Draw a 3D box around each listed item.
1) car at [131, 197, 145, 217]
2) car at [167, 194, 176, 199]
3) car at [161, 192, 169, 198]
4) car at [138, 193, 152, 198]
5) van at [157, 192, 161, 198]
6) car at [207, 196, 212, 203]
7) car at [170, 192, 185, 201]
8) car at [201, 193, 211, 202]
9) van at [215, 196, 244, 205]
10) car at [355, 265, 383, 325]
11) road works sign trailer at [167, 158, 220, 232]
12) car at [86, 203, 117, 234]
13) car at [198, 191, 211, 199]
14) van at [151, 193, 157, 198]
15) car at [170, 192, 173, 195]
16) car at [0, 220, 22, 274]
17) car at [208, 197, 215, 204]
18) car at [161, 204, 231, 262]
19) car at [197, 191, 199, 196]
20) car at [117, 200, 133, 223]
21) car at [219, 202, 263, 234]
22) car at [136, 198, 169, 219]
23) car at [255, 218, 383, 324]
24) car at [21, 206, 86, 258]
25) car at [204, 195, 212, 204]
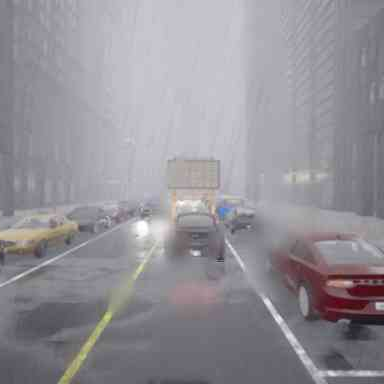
[{"bbox_3d":[-5.716,1.399,29.584,1.947,1.339,4.313,0,0,0],"label":"car"},{"bbox_3d":[-5.613,1.114,91.585,1.947,1.339,4.313,0,0,0],"label":"car"},{"bbox_3d":[-5.670,1.009,57.764,2.192,1.841,5.009,0,0,0],"label":"car"},{"bbox_3d":[-5.707,1.244,35.220,1.967,1.590,4.097,0,0,0],"label":"car"},{"bbox_3d":[-5.689,1.089,46.492,1.690,1.788,3.998,0,0,0],"label":"van"},{"bbox_3d":[2.818,1.386,35.222,1.802,1.307,4.206,0,0,0],"label":"car"},{"bbox_3d":[-2.889,1.247,68.162,1.895,1.301,4.718,0,0,0],"label":"car"},{"bbox_3d":[2.846,1.265,52.130,1.887,1.381,4.507,0,0,0],"label":"car"},{"bbox_3d":[2.799,1.204,23.948,1.690,1.788,3.998,0,0,0],"label":"van"},{"bbox_3d":[2.762,1.535,1.405,1.887,1.381,4.507,0,0,0],"label":"car"},{"bbox_3d":[0.083,0.223,15.582,2.380,3.560,2.880,0,7,1],"label":"road works sign trailer"},{"bbox_3d":[-5.735,1.459,18.310,1.947,1.339,4.313,0,0,0],"label":"car"},{"bbox_3d":[2.864,0.983,63.401,2.192,1.841,5.009,0,0,0],"label":"car"},{"bbox_3d":[-5.698,1.117,40.856,1.690,1.788,3.998,0,0,0],"label":"van"},{"bbox_3d":[-5.632,1.139,80.312,1.887,1.381,4.507,0,0,0],"label":"car"},{"bbox_3d":[-5.753,1.523,7.038,1.947,1.339,4.313,0,0,0],"label":"car"},{"bbox_3d":[2.809,1.384,29.586,2.008,1.369,4.403,0,0,0],"label":"car"},{"bbox_3d":[0.135,1.448,11.894,1.837,1.490,4.892,0,1,1],"label":"car"},{"bbox_3d":[2.903,1.096,86.117,1.752,1.417,4.829,0,0,0],"label":"car"},{"bbox_3d":[-5.725,1.445,23.948,1.802,1.307,4.206,0,0,0],"label":"car"},{"bbox_3d":[2.790,1.444,18.313,2.008,1.369,4.403,0,0,0],"label":"car"},{"bbox_3d":[-3.056,1.446,27.187,1.895,1.301,4.718,0,0,0],"label":"car"},{"bbox_3d":[2.772,1.502,7.041,1.887,1.381,4.507,0,0,0],"label":"car"},{"bbox_3d":[-5.744,1.451,12.504,1.752,1.417,4.829,0,0,0],"label":"car"},{"bbox_3d":[2.828,1.326,40.858,2.008,1.369,4.403,0,0,0],"label":"car"}]
